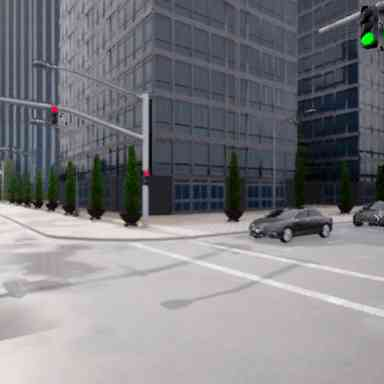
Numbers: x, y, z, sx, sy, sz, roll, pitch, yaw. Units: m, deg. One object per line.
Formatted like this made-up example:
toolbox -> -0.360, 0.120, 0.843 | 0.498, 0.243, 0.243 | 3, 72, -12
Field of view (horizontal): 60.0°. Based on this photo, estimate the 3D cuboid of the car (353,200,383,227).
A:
car -> 12.362, 1.333, 21.435 | 4.553, 1.767, 2.097 | 0, 0, -35

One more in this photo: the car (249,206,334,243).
car -> 4.876, 1.487, 16.102 | 4.892, 1.490, 1.837 | 0, 0, -35
